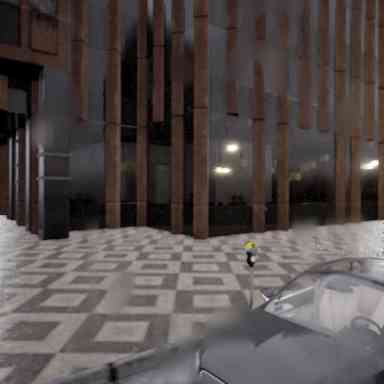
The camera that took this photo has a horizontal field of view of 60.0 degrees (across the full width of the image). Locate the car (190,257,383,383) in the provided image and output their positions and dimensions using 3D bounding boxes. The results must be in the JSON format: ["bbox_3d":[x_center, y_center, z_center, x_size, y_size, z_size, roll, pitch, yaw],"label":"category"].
[{"bbox_3d":[2.010,1.560,3.947,4.403,1.369,2.008,0,0,-35],"label":"car"}]
